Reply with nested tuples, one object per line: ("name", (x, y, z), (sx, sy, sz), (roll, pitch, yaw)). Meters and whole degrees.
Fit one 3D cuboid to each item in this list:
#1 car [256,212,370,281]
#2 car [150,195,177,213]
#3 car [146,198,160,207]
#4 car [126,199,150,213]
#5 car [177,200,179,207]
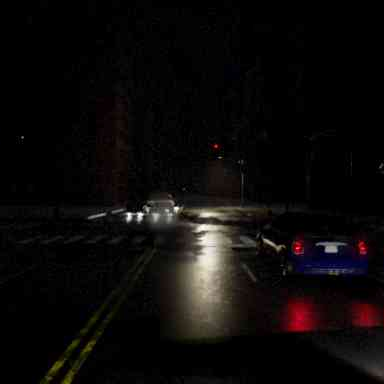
("car", (3.350, 1.391, 10.115), (2.097, 1.767, 4.553), (0, 0, 0))
("car", (-3.340, 1.381, 40.170), (2.150, 2.045, 5.566), (0, 0, 0))
("car", (-6.540, 1.759, 56.633), (1.812, 1.442, 4.674), (0, 0, 1))
("car", (-6.588, 1.724, 39.628), (1.994, 1.385, 4.181), (0, 0, 0))
("car", (-3.293, 1.835, 56.718), (1.895, 1.301, 4.718), (0, 0, 1))
